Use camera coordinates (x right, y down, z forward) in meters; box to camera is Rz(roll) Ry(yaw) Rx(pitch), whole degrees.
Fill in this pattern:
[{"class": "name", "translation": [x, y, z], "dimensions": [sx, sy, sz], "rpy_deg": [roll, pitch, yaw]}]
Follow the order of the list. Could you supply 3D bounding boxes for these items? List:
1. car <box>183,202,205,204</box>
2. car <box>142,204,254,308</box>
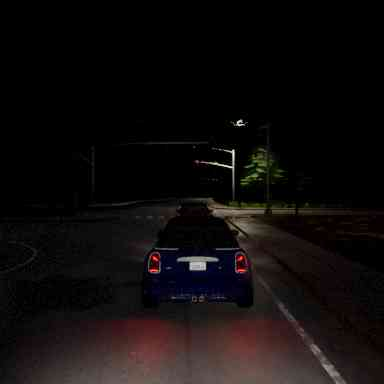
[{"class": "car", "translation": [0.116, 1.338, 18.214], "dimensions": [2.097, 1.767, 4.553], "rpy_deg": [0, 0, 0]}, {"class": "car", "translation": [0.106, 1.347, 8.093], "dimensions": [2.097, 1.767, 4.553], "rpy_deg": [0, 0, 0]}]
